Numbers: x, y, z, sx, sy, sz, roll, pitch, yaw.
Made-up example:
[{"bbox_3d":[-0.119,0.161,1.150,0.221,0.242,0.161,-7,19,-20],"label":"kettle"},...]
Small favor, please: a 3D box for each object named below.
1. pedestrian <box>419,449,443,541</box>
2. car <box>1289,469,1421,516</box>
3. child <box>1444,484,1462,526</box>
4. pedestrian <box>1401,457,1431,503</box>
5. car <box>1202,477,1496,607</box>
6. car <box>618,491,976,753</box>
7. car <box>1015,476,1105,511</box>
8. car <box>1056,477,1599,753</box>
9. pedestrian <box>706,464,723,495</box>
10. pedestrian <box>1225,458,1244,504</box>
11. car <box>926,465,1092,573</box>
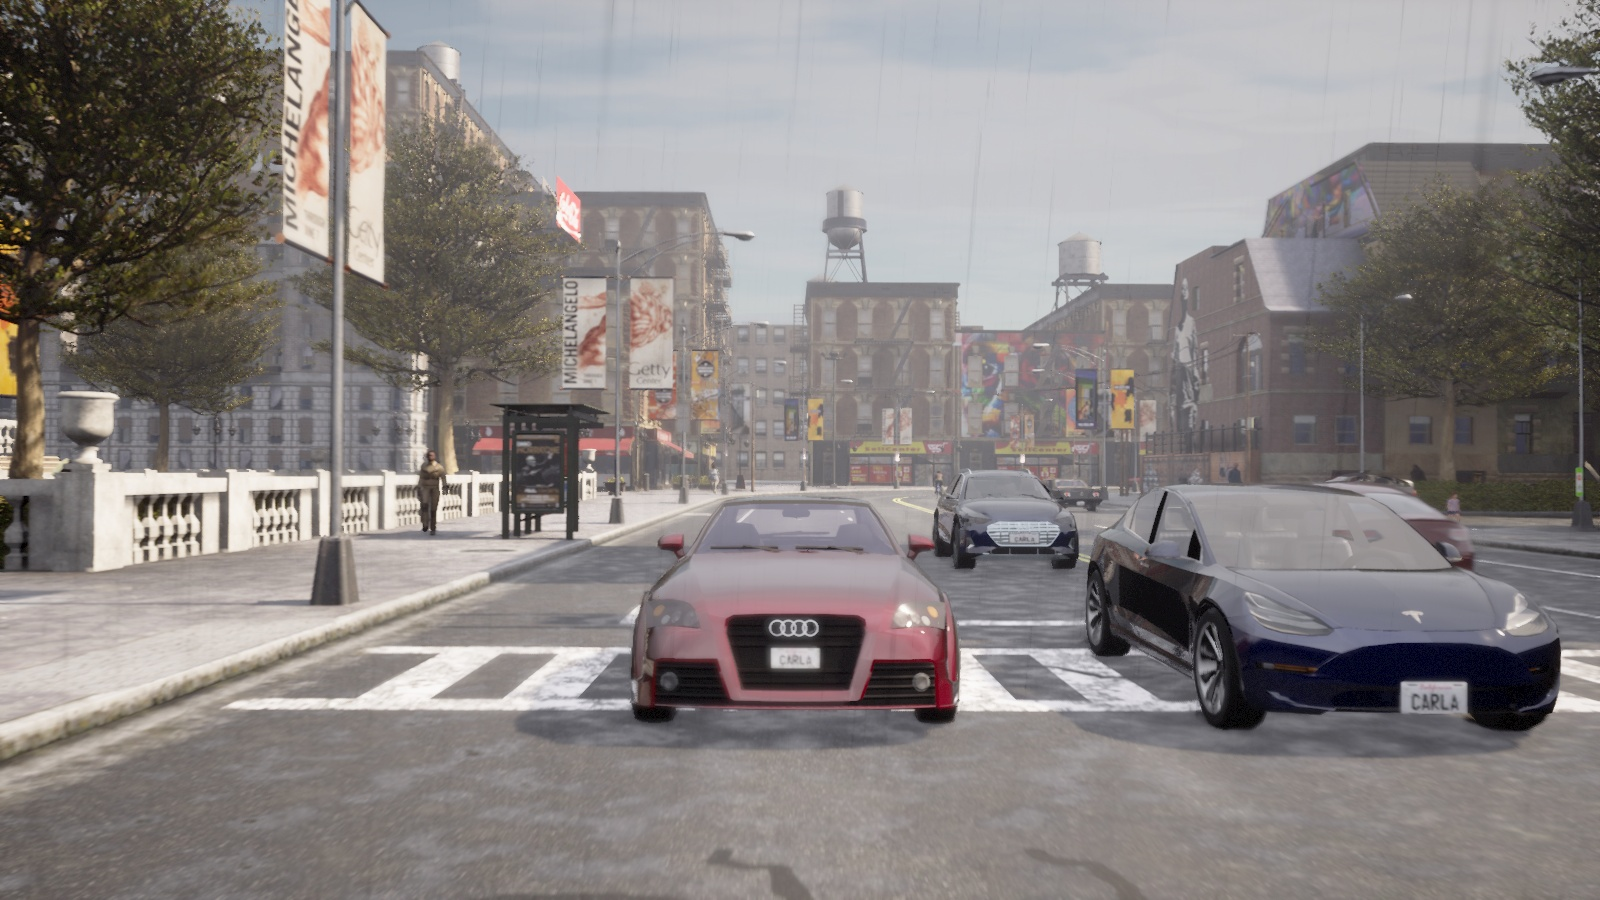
[{"bbox_3d":[-7.814,0.948,26.611,0.396,1.930,0.692,0,-1,-8],"label":"pedestrian"},{"bbox_3d":[18.749,1.431,42.548,3.705,1.549,1.789,0,-1,4],"label":"car"},{"bbox_3d":[17.762,1.495,34.155,0.255,1.110,0.394,0,-1,-1],"label":"child"},{"bbox_3d":[24.931,1.222,50.811,0.899,1.844,0.634,0,-1,-19],"label":"pedestrian"},{"bbox_3d":[6.961,1.090,16.546,1.812,1.442,4.674,0,-1,0],"label":"car"},{"bbox_3d":[-0.021,1.031,9.112,1.994,1.385,4.181,0,-1,0],"label":"car"},{"bbox_3d":[10.468,1.726,50.956,1.895,1.301,4.718,0,-1,-11],"label":"car"},{"bbox_3d":[3.478,0.957,9.315,2.163,1.488,4.792,0,-1,0],"label":"car"},{"bbox_3d":[-5.072,1.740,74.581,0.874,1.855,0.900,0,-1,8],"label":"pedestrian"},{"bbox_3d":[17.645,1.255,51.004,0.402,1.842,0.726,0,-1,-10],"label":"pedestrian"},{"bbox_3d":[3.447,1.094,21.691,2.033,1.649,4.856,0,-1,0],"label":"car"}]
